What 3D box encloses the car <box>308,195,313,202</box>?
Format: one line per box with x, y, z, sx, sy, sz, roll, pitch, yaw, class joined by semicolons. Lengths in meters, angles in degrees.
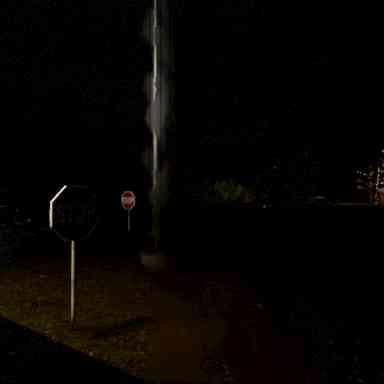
31.683;1.588;86.590;2.097;1.767;4.553;0;0;34;car

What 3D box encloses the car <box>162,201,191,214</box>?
-1.933;1.670;36.437;1.994;1.385;4.181;0;0;34;car

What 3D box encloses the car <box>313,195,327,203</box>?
29.001;1.764;74.386;2.033;1.411;5.357;0;0;28;car

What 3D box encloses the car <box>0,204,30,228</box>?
-12.594;1.537;20.529;2.128;1.511;4.902;0;0;34;car

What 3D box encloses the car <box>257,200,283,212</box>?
9.704;1.709;41.204;1.994;1.385;4.181;0;0;34;car
